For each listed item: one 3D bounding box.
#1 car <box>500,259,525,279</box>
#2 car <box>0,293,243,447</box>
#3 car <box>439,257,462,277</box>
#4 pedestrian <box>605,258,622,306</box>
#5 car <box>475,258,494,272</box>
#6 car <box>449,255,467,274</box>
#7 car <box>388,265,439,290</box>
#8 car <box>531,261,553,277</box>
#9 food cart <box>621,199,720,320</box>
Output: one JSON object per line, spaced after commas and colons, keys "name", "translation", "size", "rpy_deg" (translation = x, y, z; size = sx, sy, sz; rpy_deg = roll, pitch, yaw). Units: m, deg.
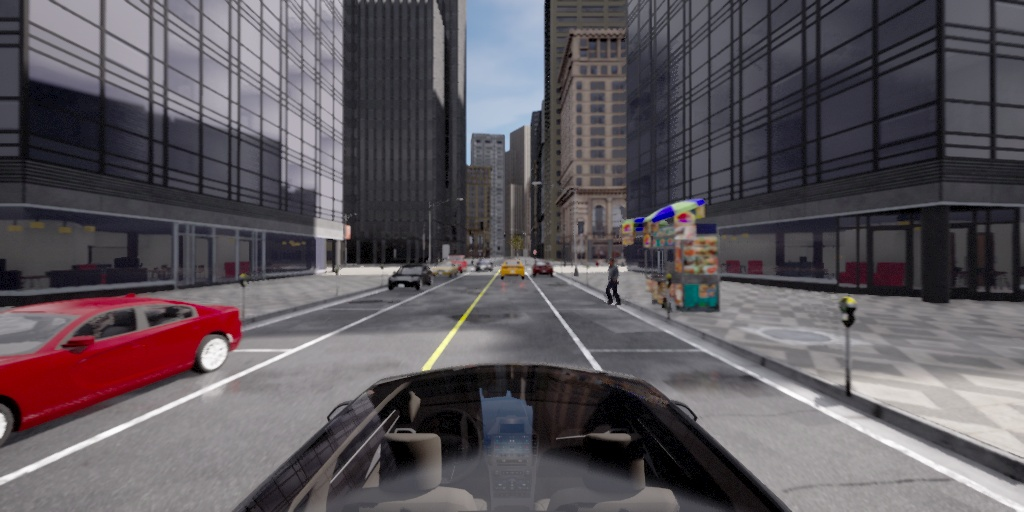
{"name": "car", "translation": [0.065, 1.051, 29.594], "size": [1.882, 1.535, 5.008], "rpy_deg": [0, 0, 0]}
{"name": "car", "translation": [-5.858, 1.272, 4.769], "size": [1.888, 1.381, 4.507], "rpy_deg": [0, 0, 0]}
{"name": "car", "translation": [-5.860, 1.086, 31.892], "size": [1.751, 1.417, 4.829], "rpy_deg": [0, 0, 0]}
{"name": "pedestrian", "translation": [3.807, 0.957, 13.581], "size": [0.375, 1.860, 0.375], "rpy_deg": [1, 0, -18]}
{"name": "car", "translation": [-3.043, 1.017, 40.301], "size": [2.128, 1.511, 4.902], "rpy_deg": [0, 0, 1]}
{"name": "car", "translation": [-5.860, 0.851, 37.522], "size": [2.192, 1.841, 5.009], "rpy_deg": [0, 0, 0]}
{"name": "car", "translation": [-5.859, 1.184, 21.145], "size": [1.948, 1.339, 4.313], "rpy_deg": [0, 0, 0]}
{"name": "car", "translation": [2.666, 1.106, 32.061], "size": [1.888, 1.381, 4.507], "rpy_deg": [0, 0, 0]}
{"name": "food cart", "translation": [5.634, 0.136, 12.579], "size": [2.280, 3.560, 4.660], "rpy_deg": [0, 0, 0]}
